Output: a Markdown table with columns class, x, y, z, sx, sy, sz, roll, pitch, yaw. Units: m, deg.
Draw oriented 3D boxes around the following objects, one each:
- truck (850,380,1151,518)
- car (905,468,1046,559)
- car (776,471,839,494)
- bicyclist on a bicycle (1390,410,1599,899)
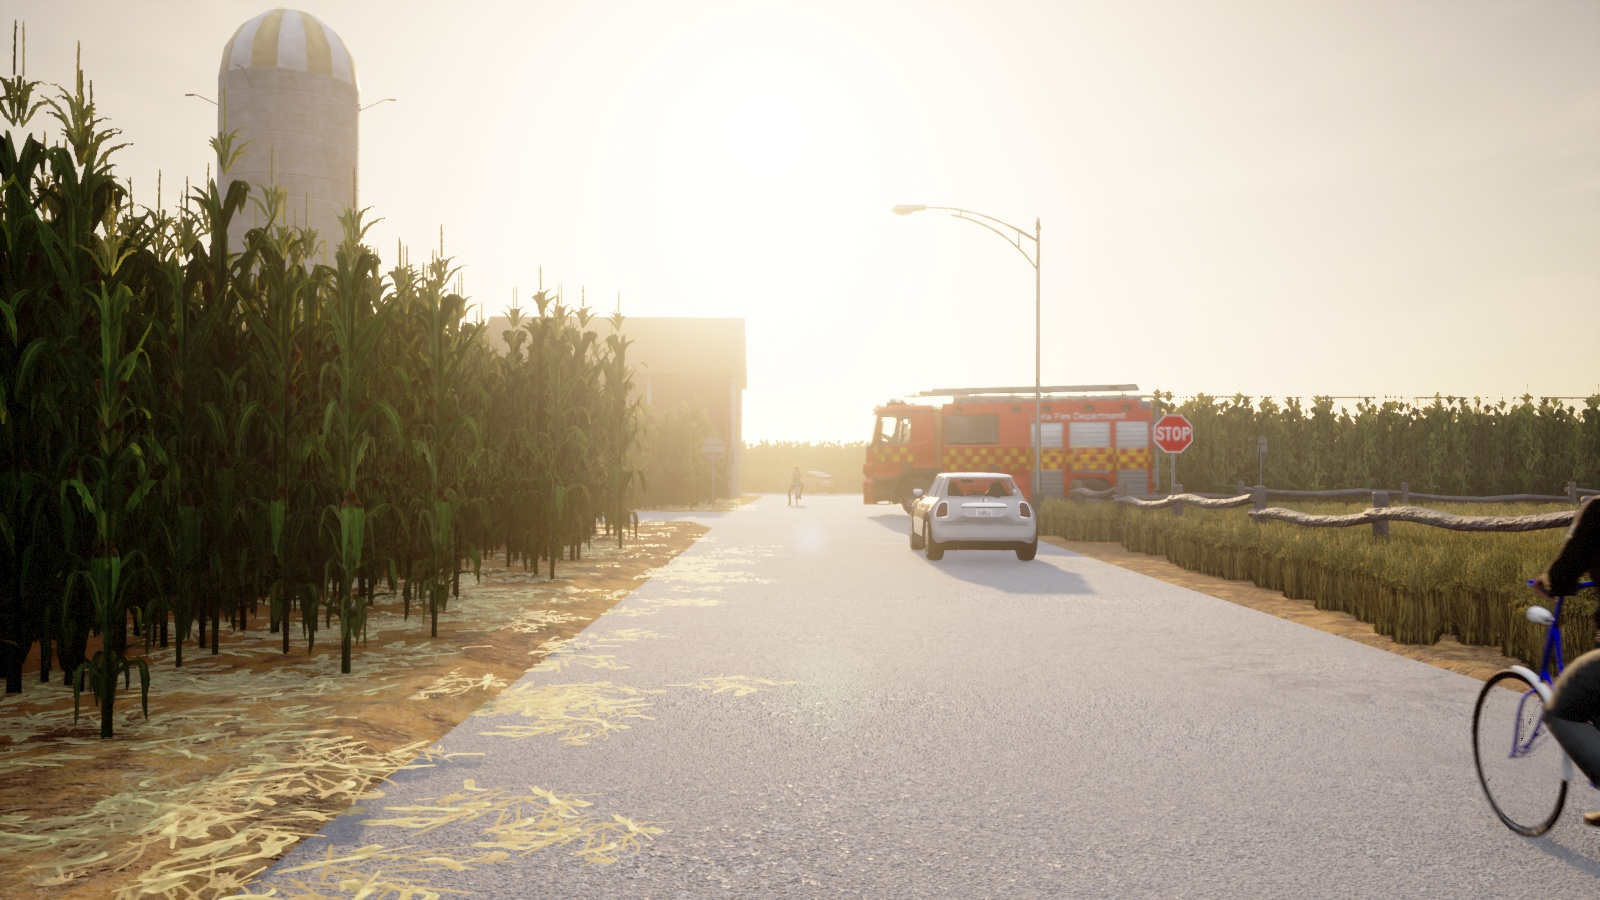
| class | x | y | z | sx | sy | sz | roll | pitch | yaw |
| --- | --- | --- | --- | --- | --- | --- | --- | --- | --- |
| truck | 5.982 | 0.031 | 37.529 | 8.468 | 3.827 | 2.891 | -1 | 0 | 18 |
| car | 3.041 | 1.071 | 22.544 | 1.970 | 1.475 | 3.806 | 0 | -1 | 0 |
| car | 0.493 | 2.180 | 84.791 | 2.007 | 1.525 | 4.514 | 1 | -1 | -35 |
| bicyclist on a bicycle | 3.101 | 0.754 | 4.944 | 0.659 | 1.776 | 1.843 | 0 | -1 | -1 |
